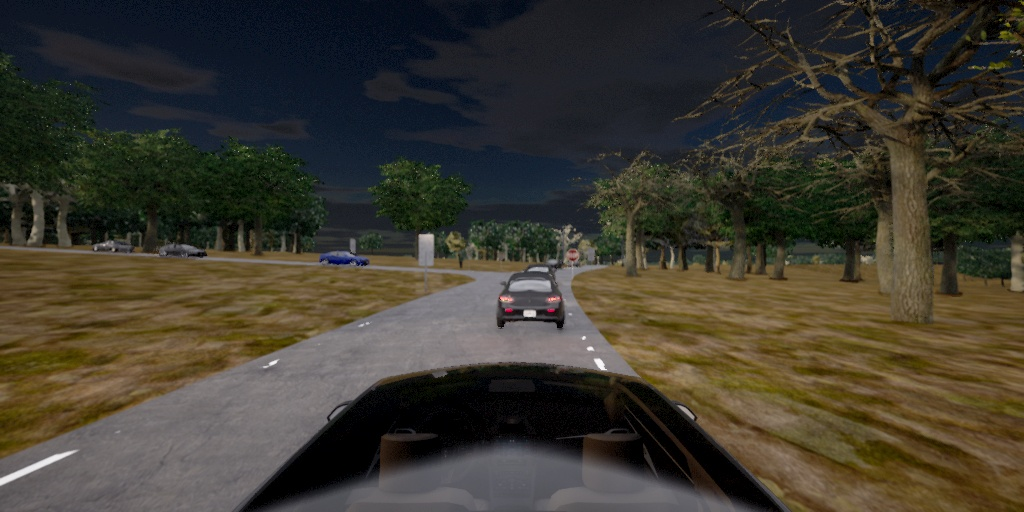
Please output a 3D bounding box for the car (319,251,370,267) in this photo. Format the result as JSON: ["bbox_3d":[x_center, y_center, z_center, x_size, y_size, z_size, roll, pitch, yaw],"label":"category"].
[{"bbox_3d":[-16.794,0.269,36.029,5.008,1.535,1.882,3,-1,11],"label":"car"}]

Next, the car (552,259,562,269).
[{"bbox_3d":[5.859,1.227,50.960,1.882,1.535,5.008,0,-1,20],"label":"car"}]

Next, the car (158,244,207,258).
[{"bbox_3d":[-36.426,-0.556,39.754,4.892,1.490,1.837,2,-1,11],"label":"car"}]

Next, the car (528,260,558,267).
[{"bbox_3d":[1.532,1.169,20.161,1.812,1.442,4.674,0,0,7],"label":"car"}]

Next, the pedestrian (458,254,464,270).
[{"bbox_3d":[-5.752,0.621,40.421,0.375,1.860,0.375,0,-4,11],"label":"pedestrian"}]

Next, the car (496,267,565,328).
[{"bbox_3d":[0.583,1.221,11.022,1.812,1.442,4.674,0,0,4],"label":"car"}]
